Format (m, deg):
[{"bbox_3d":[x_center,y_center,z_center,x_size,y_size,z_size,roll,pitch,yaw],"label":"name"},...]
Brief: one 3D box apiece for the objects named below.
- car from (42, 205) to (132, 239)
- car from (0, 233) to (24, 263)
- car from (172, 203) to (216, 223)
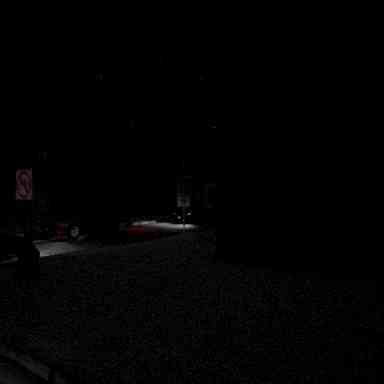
[{"bbox_3d":[-5.468,1.515,17.905,1.882,1.535,5.008,0,0,35],"label":"car"},{"bbox_3d":[-7.735,1.552,9.591,2.033,1.411,5.357,0,0,35],"label":"car"},{"bbox_3d":[0.418,1.582,26.159,1.812,1.442,4.674,0,0,36],"label":"car"}]
